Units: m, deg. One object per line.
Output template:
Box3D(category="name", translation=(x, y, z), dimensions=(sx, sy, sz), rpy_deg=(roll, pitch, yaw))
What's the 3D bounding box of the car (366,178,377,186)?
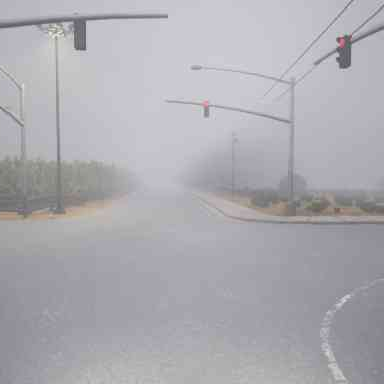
Box3D(category="car", translation=(42.115, -2.324, 77.651), dimensions=(1.905, 1.878, 3.866), rpy_deg=(10, 10, 41))
